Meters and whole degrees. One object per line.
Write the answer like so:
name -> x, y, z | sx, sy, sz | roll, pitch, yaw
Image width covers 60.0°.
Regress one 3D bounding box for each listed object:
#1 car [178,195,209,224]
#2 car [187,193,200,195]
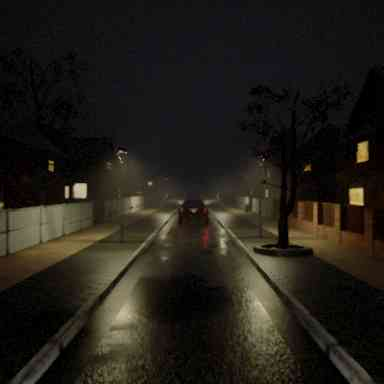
car -> 0.127, 1.314, 24.528 | 2.097, 1.767, 4.553 | 0, 0, 1
car -> 0.182, 1.159, 41.146 | 2.150, 2.045, 5.566 | 0, 0, 0
